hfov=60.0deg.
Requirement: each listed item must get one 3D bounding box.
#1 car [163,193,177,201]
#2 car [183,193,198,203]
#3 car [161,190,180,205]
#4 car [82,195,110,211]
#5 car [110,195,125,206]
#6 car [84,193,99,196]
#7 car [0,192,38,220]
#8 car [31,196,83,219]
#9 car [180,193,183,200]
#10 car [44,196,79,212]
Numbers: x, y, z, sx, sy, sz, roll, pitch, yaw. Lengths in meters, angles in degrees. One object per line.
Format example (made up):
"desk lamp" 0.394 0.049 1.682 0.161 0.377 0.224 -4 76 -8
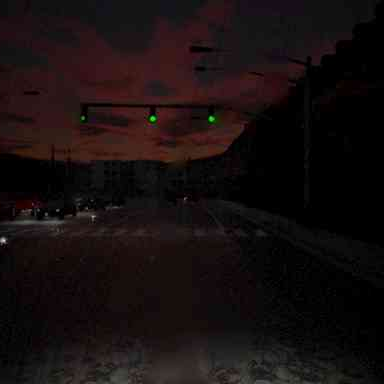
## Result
"car" -4.384 0.973 65.684 1.837 1.490 4.892 0 0 -14
"car" -0.019 1.026 57.557 2.128 1.511 4.902 0 0 -3
"car" -3.393 0.807 50.169 2.150 2.045 5.566 0 -1 0
"car" -10.567 1.313 35.582 1.895 1.301 4.718 0 0 0
"car" -10.547 1.176 45.923 2.033 1.411 5.357 0 0 0
"car" -14.047 0.980 46.054 2.097 1.767 4.553 0 0 0
"car" -14.080 1.009 26.272 2.150 2.045 5.566 0 0 1
"car" -10.576 1.311 26.477 1.812 1.442 4.674 0 0 0
"car" -1.272 0.931 67.638 2.128 1.511 4.902 0 0 -17
"car" -14.068 1.213 36.083 1.837 1.490 4.892 0 0 0
